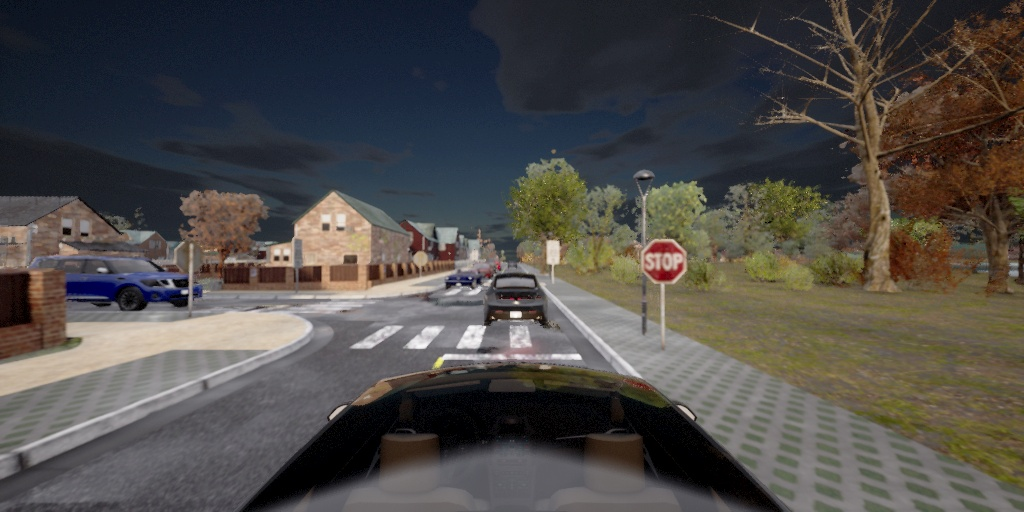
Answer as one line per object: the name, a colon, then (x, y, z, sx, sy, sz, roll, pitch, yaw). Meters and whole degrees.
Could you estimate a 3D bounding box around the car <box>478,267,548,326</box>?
car: (0.102, 1.295, 11.903, 1.837, 1.490, 4.892, 0, 0, 0)

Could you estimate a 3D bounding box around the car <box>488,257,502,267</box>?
car: (-2.763, 1.231, 54.564, 2.150, 2.045, 5.566, 0, 0, 0)

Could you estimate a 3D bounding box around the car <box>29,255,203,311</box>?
car: (-15.099, 1.014, 13.656, 5.566, 2.045, 2.150, 0, -2, 2)

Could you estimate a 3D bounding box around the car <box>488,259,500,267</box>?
car: (-2.800, 1.452, 44.327, 1.837, 1.490, 4.892, 0, 0, 0)

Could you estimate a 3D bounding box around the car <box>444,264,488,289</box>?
car: (-3.089, 1.441, 24.021, 1.895, 1.301, 4.718, 0, 0, 5)

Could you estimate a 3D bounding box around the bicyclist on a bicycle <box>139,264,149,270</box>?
bicyclist on a bicycle: (-20.217, 1.275, 19.677, 0.582, 1.620, 1.656, 0, -1, 2)

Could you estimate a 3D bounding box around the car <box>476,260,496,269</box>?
car: (-2.811, 1.367, 34.038, 1.882, 1.535, 5.008, 0, 0, 0)
